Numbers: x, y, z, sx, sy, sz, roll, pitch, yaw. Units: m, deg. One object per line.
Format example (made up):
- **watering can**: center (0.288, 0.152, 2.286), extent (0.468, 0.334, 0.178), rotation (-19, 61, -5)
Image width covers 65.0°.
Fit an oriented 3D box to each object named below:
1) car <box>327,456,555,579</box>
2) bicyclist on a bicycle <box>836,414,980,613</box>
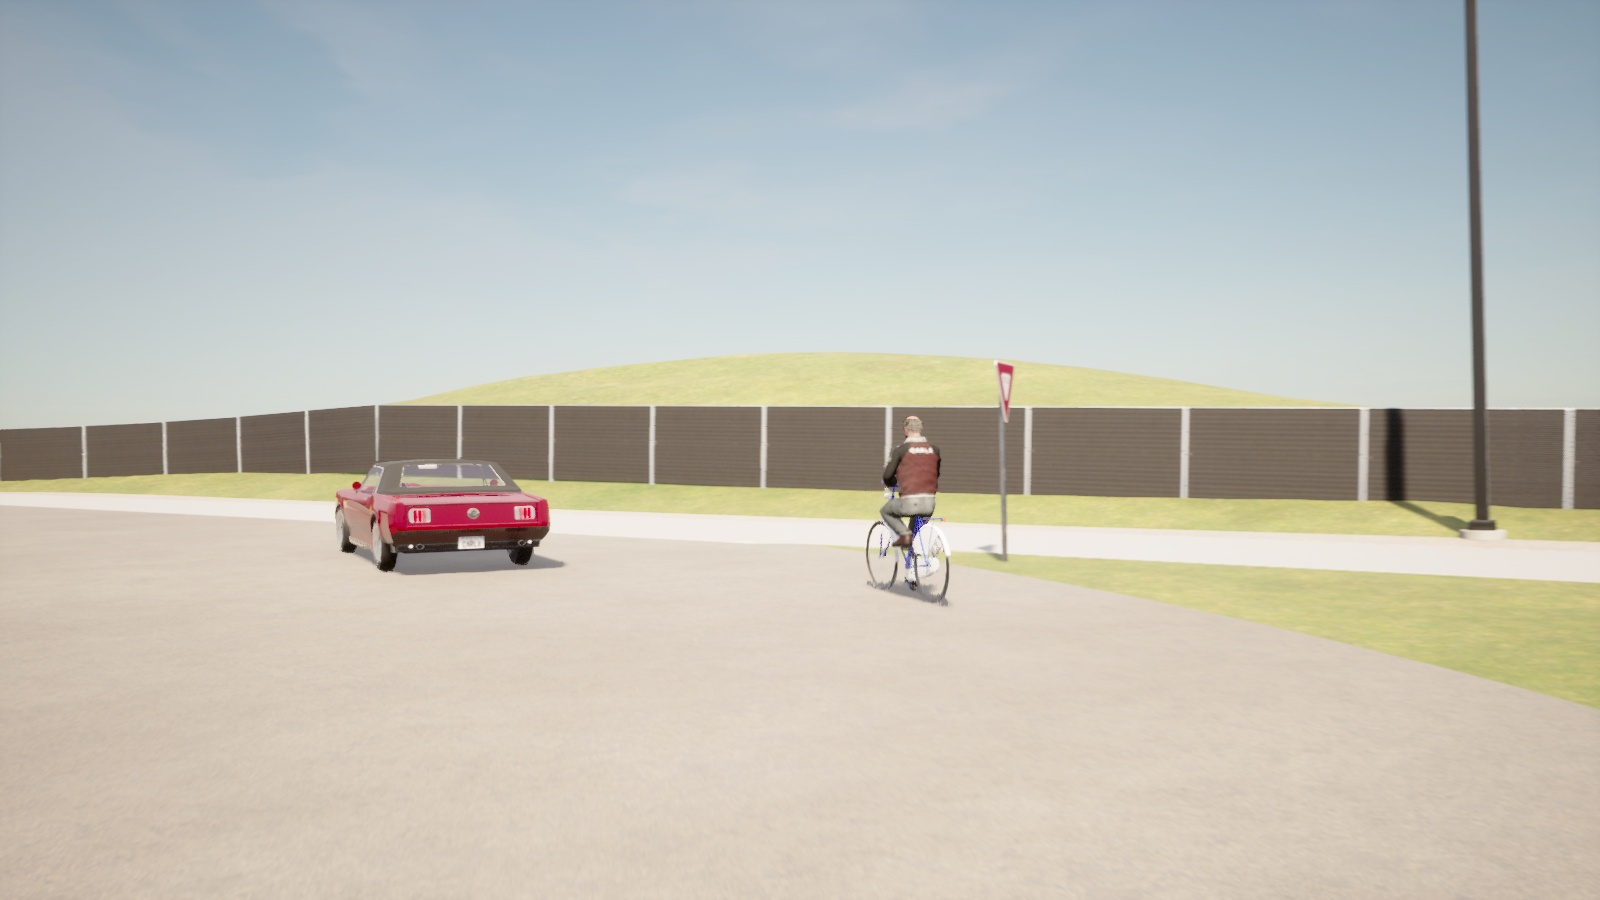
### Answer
- **car**: center (-4.824, 0.761, 16.377), extent (1.895, 1.301, 4.718), rotation (0, 0, -28)
- **bicyclist on a bicycle**: center (1.004, 0.559, 12.175), extent (0.659, 1.776, 1.843), rotation (0, 1, -20)
